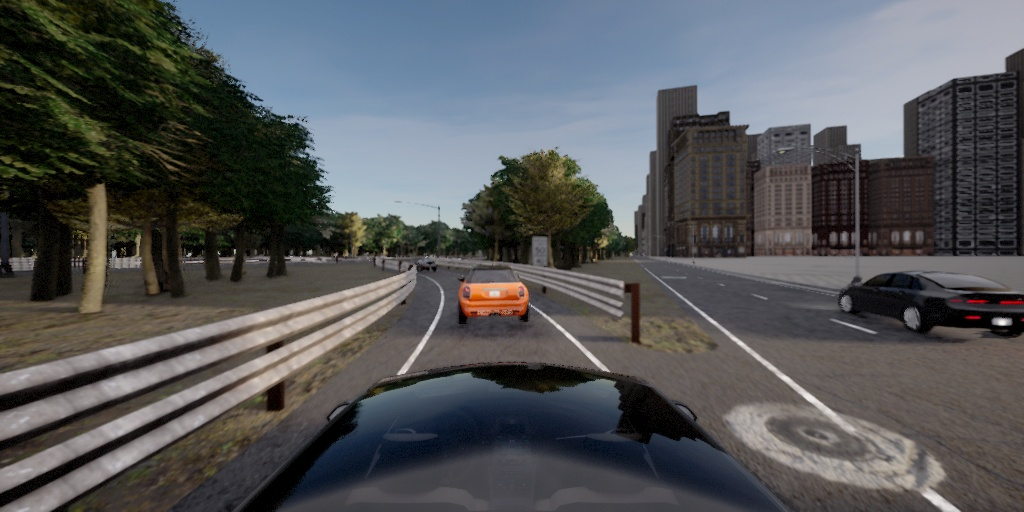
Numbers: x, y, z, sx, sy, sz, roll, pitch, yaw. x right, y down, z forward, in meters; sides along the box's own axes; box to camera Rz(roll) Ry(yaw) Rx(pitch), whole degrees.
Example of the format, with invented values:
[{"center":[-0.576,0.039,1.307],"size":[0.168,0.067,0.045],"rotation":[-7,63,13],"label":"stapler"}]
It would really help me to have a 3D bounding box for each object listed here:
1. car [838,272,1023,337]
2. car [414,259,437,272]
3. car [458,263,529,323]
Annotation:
[{"center":[11.377,1.177,10.087],"size":[1.837,1.490,4.892],"rotation":[0,0,18],"label":"car"},{"center":[-10.146,1.060,41.763],"size":[1.837,1.490,4.892],"rotation":[0,1,-28],"label":"car"},{"center":[-0.766,1.084,12.289],"size":[2.097,1.767,4.553],"rotation":[0,0,-7],"label":"car"}]
